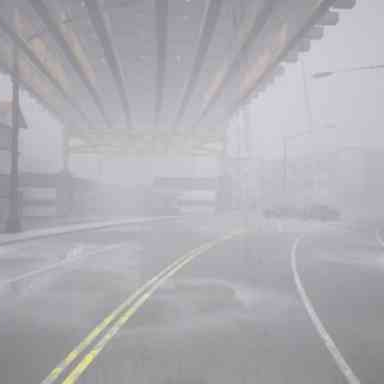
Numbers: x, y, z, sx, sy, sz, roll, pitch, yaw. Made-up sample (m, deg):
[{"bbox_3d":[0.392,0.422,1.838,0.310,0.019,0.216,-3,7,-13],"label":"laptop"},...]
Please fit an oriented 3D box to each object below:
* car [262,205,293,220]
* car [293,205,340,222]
[{"bbox_3d":[8.394,1.834,30.819,1.895,1.301,4.718,0,-1,42],"label":"car"},{"bbox_3d":[10.887,1.768,28.202,2.033,1.411,5.357,0,-1,41],"label":"car"}]
